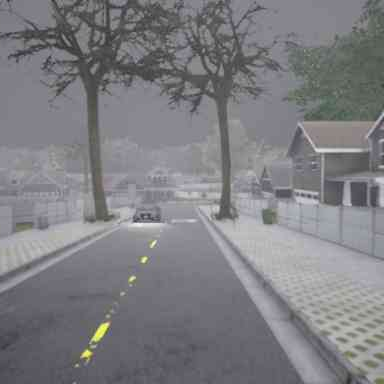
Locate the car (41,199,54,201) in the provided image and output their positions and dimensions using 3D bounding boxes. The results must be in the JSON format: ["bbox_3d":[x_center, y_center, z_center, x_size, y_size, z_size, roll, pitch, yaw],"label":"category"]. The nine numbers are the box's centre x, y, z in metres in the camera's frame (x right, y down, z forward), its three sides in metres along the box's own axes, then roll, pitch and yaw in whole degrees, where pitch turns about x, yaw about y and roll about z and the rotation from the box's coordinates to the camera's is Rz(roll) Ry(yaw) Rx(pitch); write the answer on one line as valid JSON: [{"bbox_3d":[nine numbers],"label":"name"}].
[{"bbox_3d":[-21.074,1.790,49.175,5.357,1.411,2.033,0,3,-17],"label":"car"}]

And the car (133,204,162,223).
[{"bbox_3d":[-3.400,1.611,26.061,1.994,1.385,4.181,0,0,-1],"label":"car"}]

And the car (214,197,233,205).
[{"bbox_3d":[6.754,1.574,61.705,5.357,1.411,2.033,-1,3,-29],"label":"car"}]
